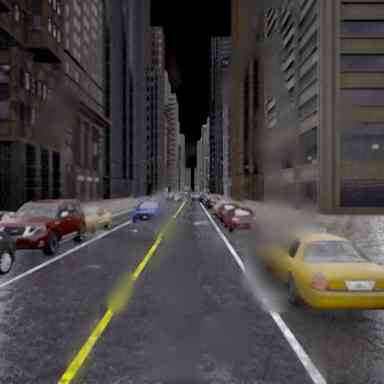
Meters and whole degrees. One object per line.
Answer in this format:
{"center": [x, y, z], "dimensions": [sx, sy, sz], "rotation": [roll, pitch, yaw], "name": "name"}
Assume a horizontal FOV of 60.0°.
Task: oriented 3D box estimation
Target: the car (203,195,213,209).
{"center": [2.778, 1.392, 41.325], "dimensions": [1.947, 1.339, 4.313], "rotation": [0, 0, 0], "name": "car"}

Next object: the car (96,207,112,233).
{"center": [-5.755, 1.444, 18.671], "dimensions": [1.752, 1.417, 4.829], "rotation": [0, 0, 0], "name": "car"}

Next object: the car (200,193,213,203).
{"center": [2.786, 1.056, 63.799], "dimensions": [2.192, 1.841, 5.009], "rotation": [0, 0, 0], "name": "car"}

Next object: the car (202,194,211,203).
{"center": [2.780, 1.350, 46.944], "dimensions": [1.887, 1.381, 4.507], "rotation": [0, 0, 0], "name": "car"}

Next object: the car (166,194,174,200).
{"center": [-5.731, 1.241, 86.260], "dimensions": [1.802, 1.307, 4.206], "rotation": [0, 0, 0], "name": "car"}

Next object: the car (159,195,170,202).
{"center": [-5.737, 1.265, 69.405], "dimensions": [1.887, 1.381, 4.507], "rotation": [0, 0, 0], "name": "car"}

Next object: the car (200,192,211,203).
{"center": [2.782, 1.224, 52.562], "dimensions": [1.967, 1.590, 4.097], "rotation": [0, 0, 0], "name": "car"}

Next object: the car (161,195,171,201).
{"center": [-5.735, 1.266, 75.024], "dimensions": [1.947, 1.339, 4.313], "rotation": [0, 0, 0], "name": "car"}

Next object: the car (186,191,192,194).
{"center": [0.035, 1.163, 93.522], "dimensions": [1.994, 1.385, 4.181], "rotation": [0, 0, 0], "name": "car"}

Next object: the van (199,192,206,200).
{"center": [2.794, 1.000, 86.274], "dimensions": [1.690, 1.788, 3.998], "rotation": [0, 0, 0], "name": "van"}

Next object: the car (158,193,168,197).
{"center": [-5.741, 1.329, 58.169], "dimensions": [1.947, 1.339, 4.313], "rotation": [0, 0, 0], "name": "car"}

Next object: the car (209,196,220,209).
{"center": [2.774, 1.394, 30.257], "dimensions": [1.752, 1.417, 4.829], "rotation": [0, 0, 0], "name": "car"}

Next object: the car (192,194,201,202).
{"center": [0.911, 1.175, 69.813], "dimensions": [1.801, 1.575, 5.366], "rotation": [0, 0, 0], "name": "car"}

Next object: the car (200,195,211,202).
{"center": [2.788, 1.286, 69.419], "dimensions": [1.947, 1.339, 4.313], "rotation": [0, 0, 0], "name": "car"}

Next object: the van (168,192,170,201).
{"center": [-5.739, 1.083, 63.786], "dimensions": [1.690, 1.788, 3.998], "rotation": [0, 0, 0], "name": "van"}

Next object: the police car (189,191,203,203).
{"center": [0.922, 1.182, 59.733], "dimensions": [1.930, 1.638, 5.238], "rotation": [0, 0, 0], "name": "police car"}

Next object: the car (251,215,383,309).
{"center": [2.766, 1.491, 7.783], "dimensions": [1.752, 1.417, 4.829], "rotation": [0, 0, 0], "name": "car"}

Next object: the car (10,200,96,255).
{"center": [-5.757, 1.257, 13.221], "dimensions": [2.192, 1.841, 5.009], "rotation": [0, 0, 0], "name": "car"}

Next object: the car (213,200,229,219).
{"center": [2.772, 1.475, 24.469], "dimensions": [1.802, 1.307, 4.206], "rotation": [0, 0, 0], "name": "car"}

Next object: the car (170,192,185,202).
{"center": [-2.997, 1.234, 64.822], "dimensions": [2.128, 1.511, 4.902], "rotation": [0, 0, 1], "name": "car"}

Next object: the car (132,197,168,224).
{"center": [-3.091, 1.371, 24.304], "dimensions": [1.882, 1.535, 5.008], "rotation": [0, 0, 0], "name": "car"}

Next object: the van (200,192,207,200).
{"center": [2.792, 1.020, 80.656], "dimensions": [1.690, 1.788, 3.998], "rotation": [0, 0, 0], "name": "van"}

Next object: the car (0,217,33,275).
{"center": [-5.760, 1.517, 7.604], "dimensions": [2.008, 1.369, 4.403], "rotation": [0, 0, 0], "name": "car"}

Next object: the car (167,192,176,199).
{"center": [-5.729, 0.954, 91.878], "dimensions": [2.192, 1.841, 5.009], "rotation": [0, 0, 0], "name": "car"}

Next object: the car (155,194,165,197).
{"center": [-5.743, 1.366, 52.551], "dimensions": [1.802, 1.307, 4.206], "rotation": [0, 0, 0], "name": "car"}

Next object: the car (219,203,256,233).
{"center": [2.770, 1.499, 18.851], "dimensions": [1.802, 1.307, 4.206], "rotation": [0, 0, 0], "name": "car"}
